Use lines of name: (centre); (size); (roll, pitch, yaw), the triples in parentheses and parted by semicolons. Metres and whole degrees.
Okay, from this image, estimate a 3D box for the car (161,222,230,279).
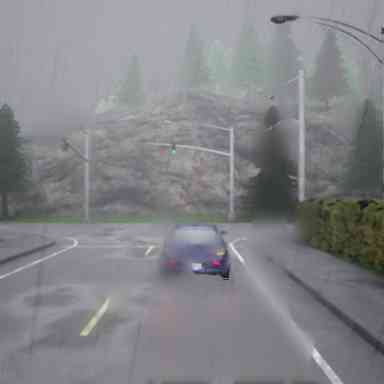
car: (0.130, 1.639, 10.276); (1.812, 1.442, 4.674); (0, -1, 1)
